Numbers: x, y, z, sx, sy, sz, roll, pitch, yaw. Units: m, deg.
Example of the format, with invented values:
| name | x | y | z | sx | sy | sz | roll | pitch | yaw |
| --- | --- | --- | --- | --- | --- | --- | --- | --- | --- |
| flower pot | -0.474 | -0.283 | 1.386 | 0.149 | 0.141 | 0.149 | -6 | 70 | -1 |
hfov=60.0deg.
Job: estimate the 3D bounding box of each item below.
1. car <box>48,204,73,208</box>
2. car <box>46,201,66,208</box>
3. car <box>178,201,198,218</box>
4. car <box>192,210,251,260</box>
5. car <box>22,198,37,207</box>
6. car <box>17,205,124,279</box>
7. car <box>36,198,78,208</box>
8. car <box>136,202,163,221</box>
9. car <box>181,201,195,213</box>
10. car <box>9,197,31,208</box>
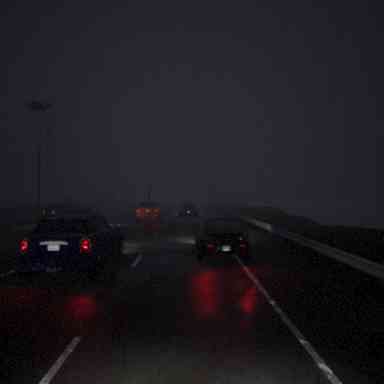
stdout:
| name | x | y | z | sx | sy | sz | roll | pitch | yaw |
| --- | --- | --- | --- | --- | --- | --- | --- | --- | --- |
| car | -7.193 | 1.740 | 21.367 | 1.837 | 1.490 | 4.892 | 0 | -1 | -1 |
| car | -25.407 | 2.300 | 62.169 | 1.895 | 1.301 | 4.718 | 0 | -1 | -1 |
| car | -0.360 | 1.885 | 33.792 | 1.994 | 1.385 | 4.181 | 0 | -1 | -1 |
| car | 1.063 | 1.644 | 12.878 | 1.812 | 1.442 | 4.674 | 0 | -1 | -1 |
| car | -28.894 | 2.310 | 61.674 | 1.895 | 1.301 | 4.718 | 0 | -1 | -1 |
| car | -3.561 | 1.470 | 10.642 | 2.097 | 1.767 | 4.553 | 0 | -1 | -1 |
| car | -10.791 | 1.666 | 27.951 | 2.097 | 1.767 | 4.553 | 0 | -1 | -1 |
| car | -3.826 | 1.657 | 30.450 | 2.097 | 1.767 | 4.553 | 0 | -1 | -1 |
| car | -0.515 | 1.957 | 45.455 | 1.812 | 1.442 | 4.674 | 0 | 0 | -1 |
| car | -32.419 | 1.970 | 63.233 | 2.150 | 2.045 | 5.566 | 0 | -1 | -1 |
